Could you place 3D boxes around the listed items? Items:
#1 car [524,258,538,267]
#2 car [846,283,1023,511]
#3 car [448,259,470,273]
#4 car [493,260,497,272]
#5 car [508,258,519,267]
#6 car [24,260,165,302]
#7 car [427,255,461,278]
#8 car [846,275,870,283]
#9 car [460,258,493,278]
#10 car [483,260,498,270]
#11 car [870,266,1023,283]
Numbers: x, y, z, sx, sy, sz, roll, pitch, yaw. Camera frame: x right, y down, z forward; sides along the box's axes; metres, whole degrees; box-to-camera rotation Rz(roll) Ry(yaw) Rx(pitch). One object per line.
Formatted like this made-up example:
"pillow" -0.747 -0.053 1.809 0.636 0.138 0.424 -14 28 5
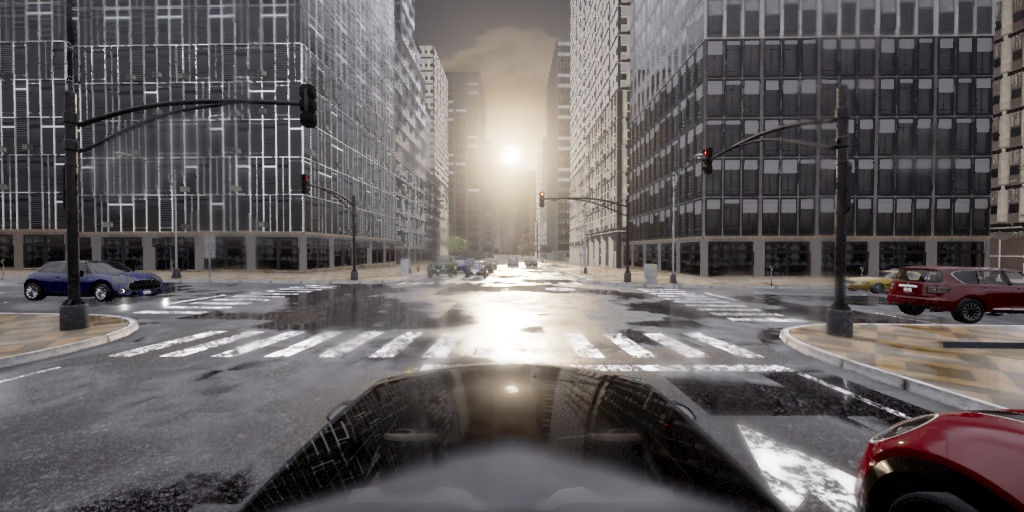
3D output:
"car" 3.464 1.303 63.364 1.895 1.301 4.718 0 0 0
"car" 3.253 1.103 0.394 2.097 1.767 4.553 0 0 0
"car" -6.453 1.201 44.134 1.882 1.535 5.008 0 0 0
"car" -3.208 1.325 43.207 1.895 1.301 4.718 0 0 0
"car" 0.214 1.267 63.346 1.994 1.385 4.181 0 0 0
"car" -18.148 0.971 15.731 4.553 1.767 2.097 1 1 3
"car" -6.479 0.954 34.169 2.150 2.045 5.566 0 0 0
"car" 21.866 1.409 20.771 4.829 1.417 1.751 0 0 1
"car" -3.238 1.224 33.926 2.128 1.511 4.902 0 0 1
"car" -3.163 1.261 53.911 2.033 1.411 5.357 0 0 0
"car" 16.227 1.281 12.505 5.009 1.841 2.192 0 0 1
